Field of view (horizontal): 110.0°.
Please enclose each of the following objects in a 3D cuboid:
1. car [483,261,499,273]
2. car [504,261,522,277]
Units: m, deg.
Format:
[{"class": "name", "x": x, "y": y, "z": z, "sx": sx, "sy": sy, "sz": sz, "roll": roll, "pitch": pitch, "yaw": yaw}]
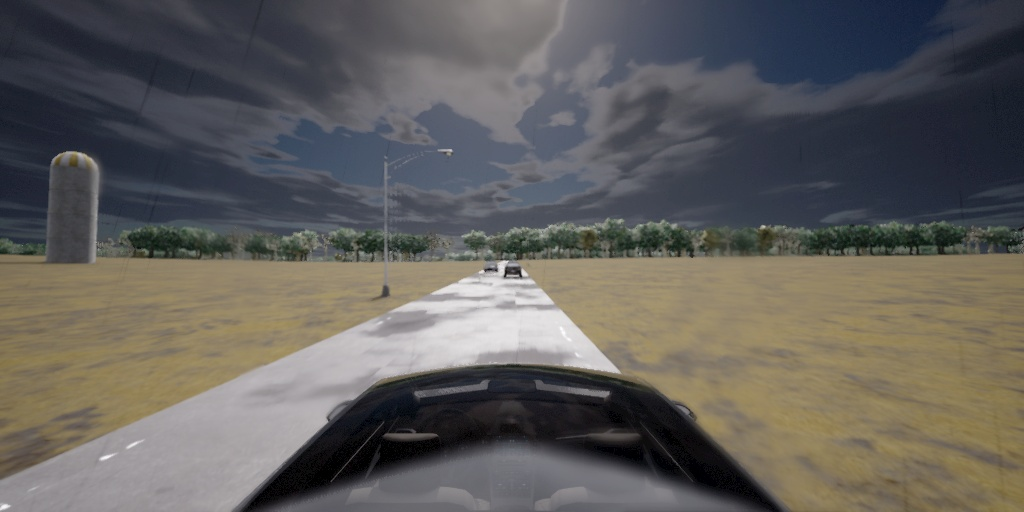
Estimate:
[{"class": "car", "x": -2.808, "y": 1.499, "z": 48.757, "sx": 1.837, "sy": 1.490, "sz": 4.892, "roll": 0, "pitch": 0, "yaw": 0}, {"class": "car", "x": 0.107, "y": 1.430, "z": 38.946, "sx": 1.882, "sy": 1.535, "sz": 5.008, "roll": 0, "pitch": 0, "yaw": 0}]
